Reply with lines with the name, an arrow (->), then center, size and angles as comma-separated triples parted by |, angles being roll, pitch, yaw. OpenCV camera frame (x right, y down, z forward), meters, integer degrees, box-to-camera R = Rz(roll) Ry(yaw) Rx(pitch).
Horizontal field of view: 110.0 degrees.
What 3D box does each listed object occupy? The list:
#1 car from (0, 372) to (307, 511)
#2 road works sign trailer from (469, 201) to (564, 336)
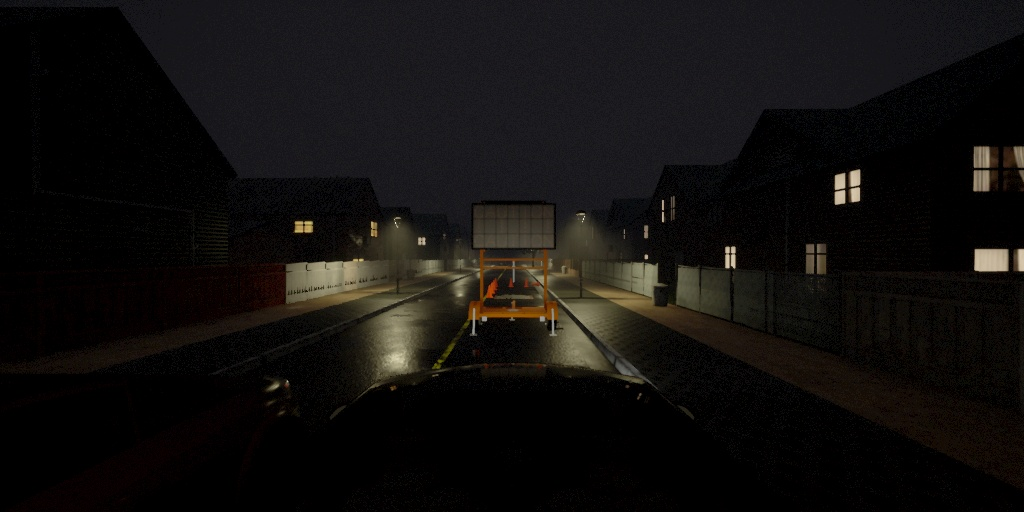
car -> -2.751, 1.314, 1.361 | 1.994, 1.385, 4.181 | 0, 0, 0
road works sign trailer -> 0.049, 0.215, 10.390 | 2.380, 3.560, 2.880 | 0, 0, 1
